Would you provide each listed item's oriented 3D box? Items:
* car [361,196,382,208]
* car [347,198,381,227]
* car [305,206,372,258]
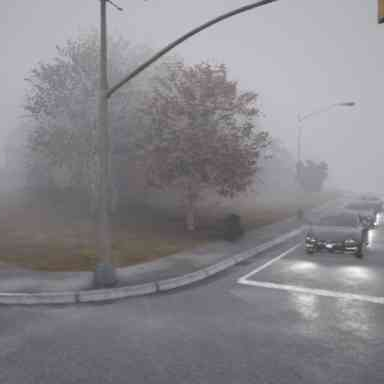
[{"bbox_3d":[16.032,1.030,30.167,1.994,1.385,4.181,-1,2,31],"label":"car"},{"bbox_3d":[10.886,1.367,21.592,2.033,1.411,5.357,-1,1,31],"label":"car"},{"bbox_3d":[5.780,1.509,13.060,1.837,1.490,4.892,-1,0,31],"label":"car"}]
